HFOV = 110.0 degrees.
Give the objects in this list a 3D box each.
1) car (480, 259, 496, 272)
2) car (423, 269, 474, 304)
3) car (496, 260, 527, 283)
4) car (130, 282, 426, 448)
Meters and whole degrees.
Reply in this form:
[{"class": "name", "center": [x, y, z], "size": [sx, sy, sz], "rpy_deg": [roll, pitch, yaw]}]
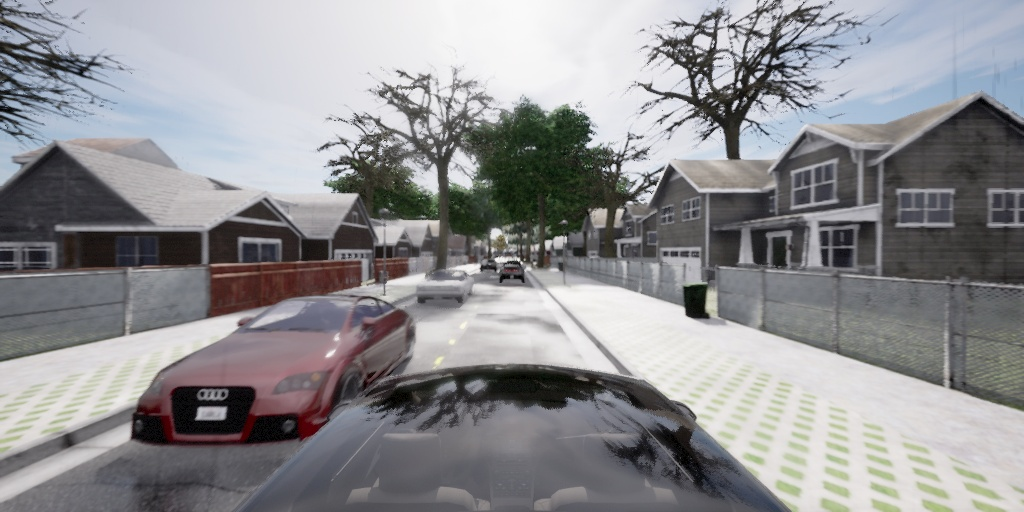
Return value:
[{"class": "car", "center": [-2.754, 1.058, 42.841], "size": [1.882, 1.535, 5.008], "rpy_deg": [0, 0, 0]}, {"class": "car", "center": [-2.840, 1.287, 16.012], "size": [1.895, 1.301, 4.718], "rpy_deg": [0, 0, 0]}, {"class": "car", "center": [0.018, 1.147, 26.845], "size": [1.837, 1.490, 4.892], "rpy_deg": [0, 1, 0]}, {"class": "car", "center": [-2.845, 1.298, 5.384], "size": [1.994, 1.385, 4.181], "rpy_deg": [0, 0, 0]}]
